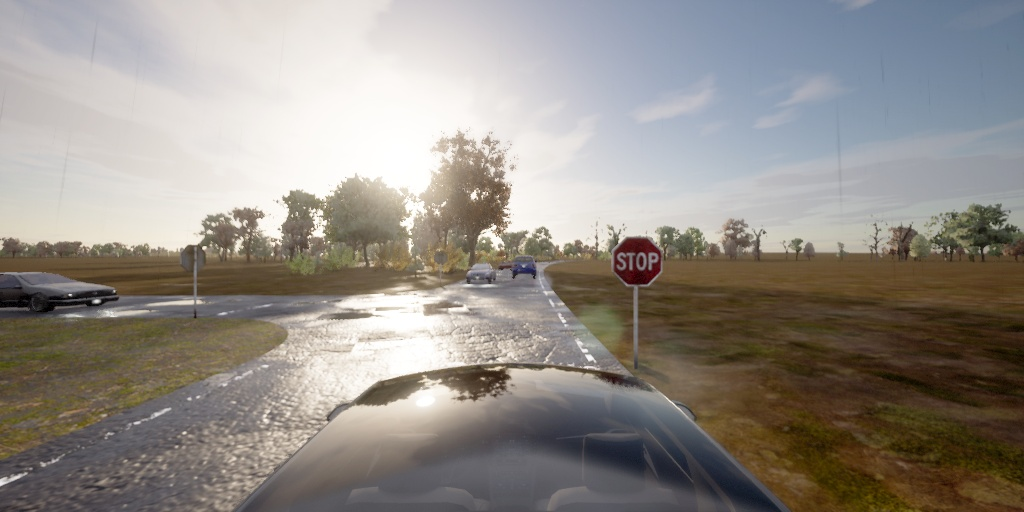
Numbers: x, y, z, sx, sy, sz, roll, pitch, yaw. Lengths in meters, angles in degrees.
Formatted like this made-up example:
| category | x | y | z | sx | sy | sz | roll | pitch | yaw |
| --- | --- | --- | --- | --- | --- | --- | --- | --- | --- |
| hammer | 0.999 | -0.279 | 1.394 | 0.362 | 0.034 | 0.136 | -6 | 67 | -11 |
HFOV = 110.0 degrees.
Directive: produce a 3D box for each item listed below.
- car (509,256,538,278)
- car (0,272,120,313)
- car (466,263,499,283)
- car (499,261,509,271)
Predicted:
| category | x | y | z | sx | sy | sz | roll | pitch | yaw |
| --- | --- | --- | --- | --- | --- | --- | --- | --- | --- |
| car | 1.235 | 1.004 | 34.244 | 2.150 | 2.045 | 5.566 | 0 | 0 | 4 |
| car | -18.227 | 1.315 | 13.444 | 5.357 | 1.411 | 2.033 | 0 | 0 | 0 |
| car | -2.350 | 1.304 | 28.284 | 1.812 | 1.442 | 4.674 | 0 | 0 | 4 |
| car | -0.721 | 1.399 | 49.321 | 1.895 | 1.301 | 4.718 | 0 | 0 | 6 |
